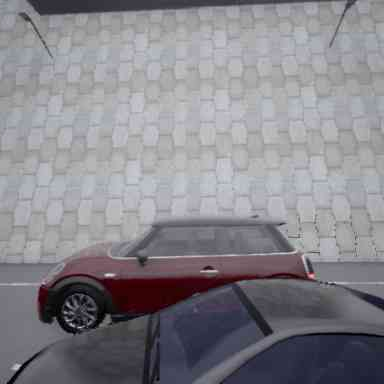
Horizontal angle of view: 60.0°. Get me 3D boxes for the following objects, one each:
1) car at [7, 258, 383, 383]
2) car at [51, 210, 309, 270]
[{"bbox_3d":[0.548,1.490,2.580,4.181,1.385,1.994,-2,2,-5],"label":"car"},{"bbox_3d":[-0.246,1.225,5.906,4.553,1.767,2.097,-1,1,2],"label":"car"}]
